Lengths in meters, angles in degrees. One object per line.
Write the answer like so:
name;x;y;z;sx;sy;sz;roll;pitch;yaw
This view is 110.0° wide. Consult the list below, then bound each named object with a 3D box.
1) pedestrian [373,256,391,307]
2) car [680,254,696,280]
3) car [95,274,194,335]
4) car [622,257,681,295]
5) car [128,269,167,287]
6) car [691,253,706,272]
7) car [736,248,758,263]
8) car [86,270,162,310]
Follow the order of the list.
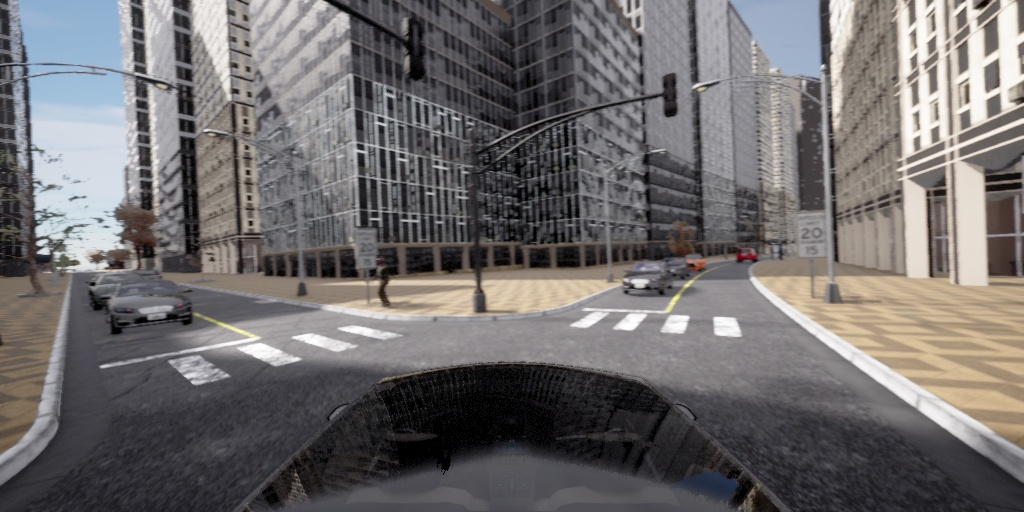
pedestrian;-4.592;0.929;12.795;0.375;1.860;0.375;-2;0;39
car;11.775;0.854;26.110;2.128;1.511;4.902;-2;0;32
car;-12.432;1.575;12.232;4.902;1.511;2.128;-1;1;40
car;6.843;1.014;17.902;2.128;1.511;4.902;-2;0;30
car;-35.366;2.100;34.763;4.902;1.511;2.128;-1;1;39
car;17.215;0.547;34.422;2.097;1.767;4.553;-2;0;35
car;33.261;-0.086;50.790;2.150;2.045;5.566;-2;0;40
car;-19.701;1.619;18.156;4.553;1.767;2.097;-1;1;39
